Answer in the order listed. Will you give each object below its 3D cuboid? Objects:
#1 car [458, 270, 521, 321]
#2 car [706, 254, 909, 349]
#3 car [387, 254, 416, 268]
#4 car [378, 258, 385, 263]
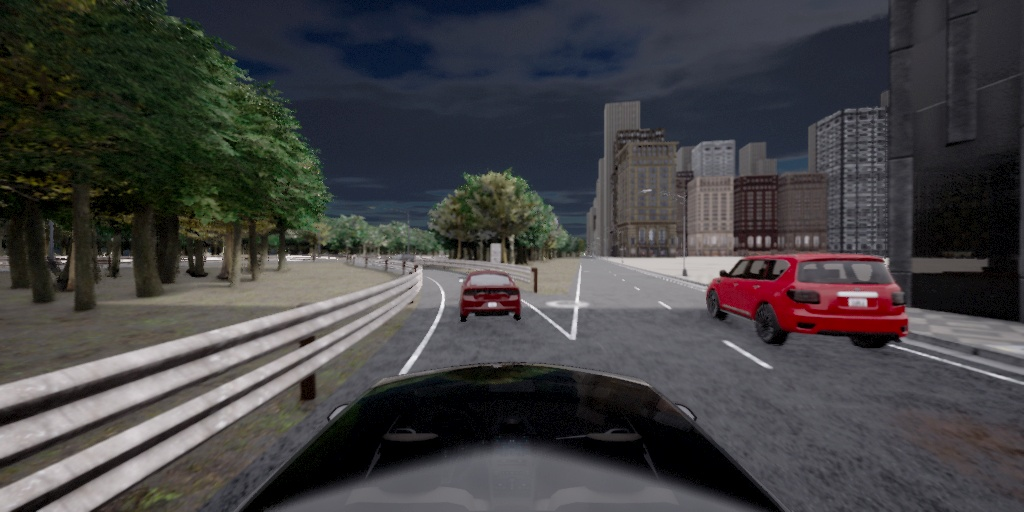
[{"bbox_3d":[-0.872,1.246,12.775,1.882,1.535,5.008,0,0,-7],"label":"car"},{"bbox_3d":[7.064,0.968,9.424,2.150,2.045,5.566,0,0,11],"label":"car"},{"bbox_3d":[-15.392,0.696,50.663,2.150,2.045,5.566,0,1,-35],"label":"car"},{"bbox_3d":[-21.244,0.923,59.582,1.895,1.301,4.718,0,1,-28],"label":"car"}]
